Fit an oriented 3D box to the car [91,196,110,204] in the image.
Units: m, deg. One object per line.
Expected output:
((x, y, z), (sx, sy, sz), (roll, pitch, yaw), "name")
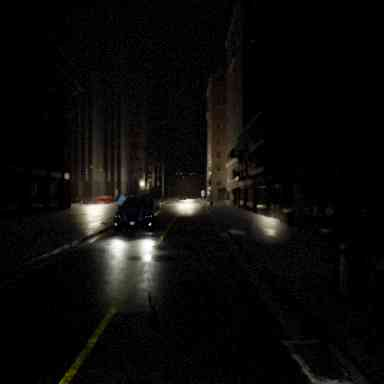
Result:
((-20.402, 1.736, 75.868), (5.009, 1.841, 2.192), (0, 0, -1), "car")

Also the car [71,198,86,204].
((-26.041, 1.983, 75.778), (4.313, 1.339, 1.947), (0, 0, -1), "car")

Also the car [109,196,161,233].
((-3.111, 1.264, 20.070), (2.150, 2.045, 5.566), (0, 0, 0), "car")

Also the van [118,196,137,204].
((-14.761, 1.764, 75.957), (3.998, 1.788, 1.690), (0, 0, -1), "van")
